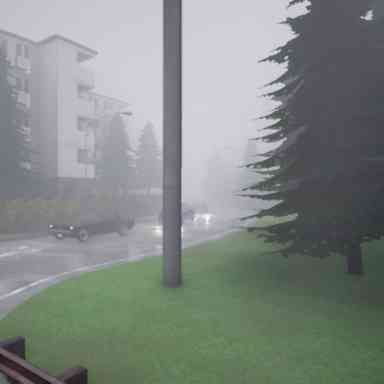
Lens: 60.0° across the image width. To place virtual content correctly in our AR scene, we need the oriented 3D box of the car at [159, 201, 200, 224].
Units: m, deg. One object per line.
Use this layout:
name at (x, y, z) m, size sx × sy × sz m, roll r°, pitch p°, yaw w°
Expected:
car at (-1.140, 1.646, 27.210) m, size 1.882 × 1.535 × 5.008 m, roll 0°, pitch 0°, yaw 16°

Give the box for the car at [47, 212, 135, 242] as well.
car at (-5.250, 1.770, 17.853) m, size 1.895 × 1.301 × 4.718 m, roll 0°, pitch 0°, yaw 29°

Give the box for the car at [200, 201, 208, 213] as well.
car at (0.927, 1.767, 40.017) m, size 1.895 × 1.301 × 4.718 m, roll 0°, pitch 0°, yaw -1°
